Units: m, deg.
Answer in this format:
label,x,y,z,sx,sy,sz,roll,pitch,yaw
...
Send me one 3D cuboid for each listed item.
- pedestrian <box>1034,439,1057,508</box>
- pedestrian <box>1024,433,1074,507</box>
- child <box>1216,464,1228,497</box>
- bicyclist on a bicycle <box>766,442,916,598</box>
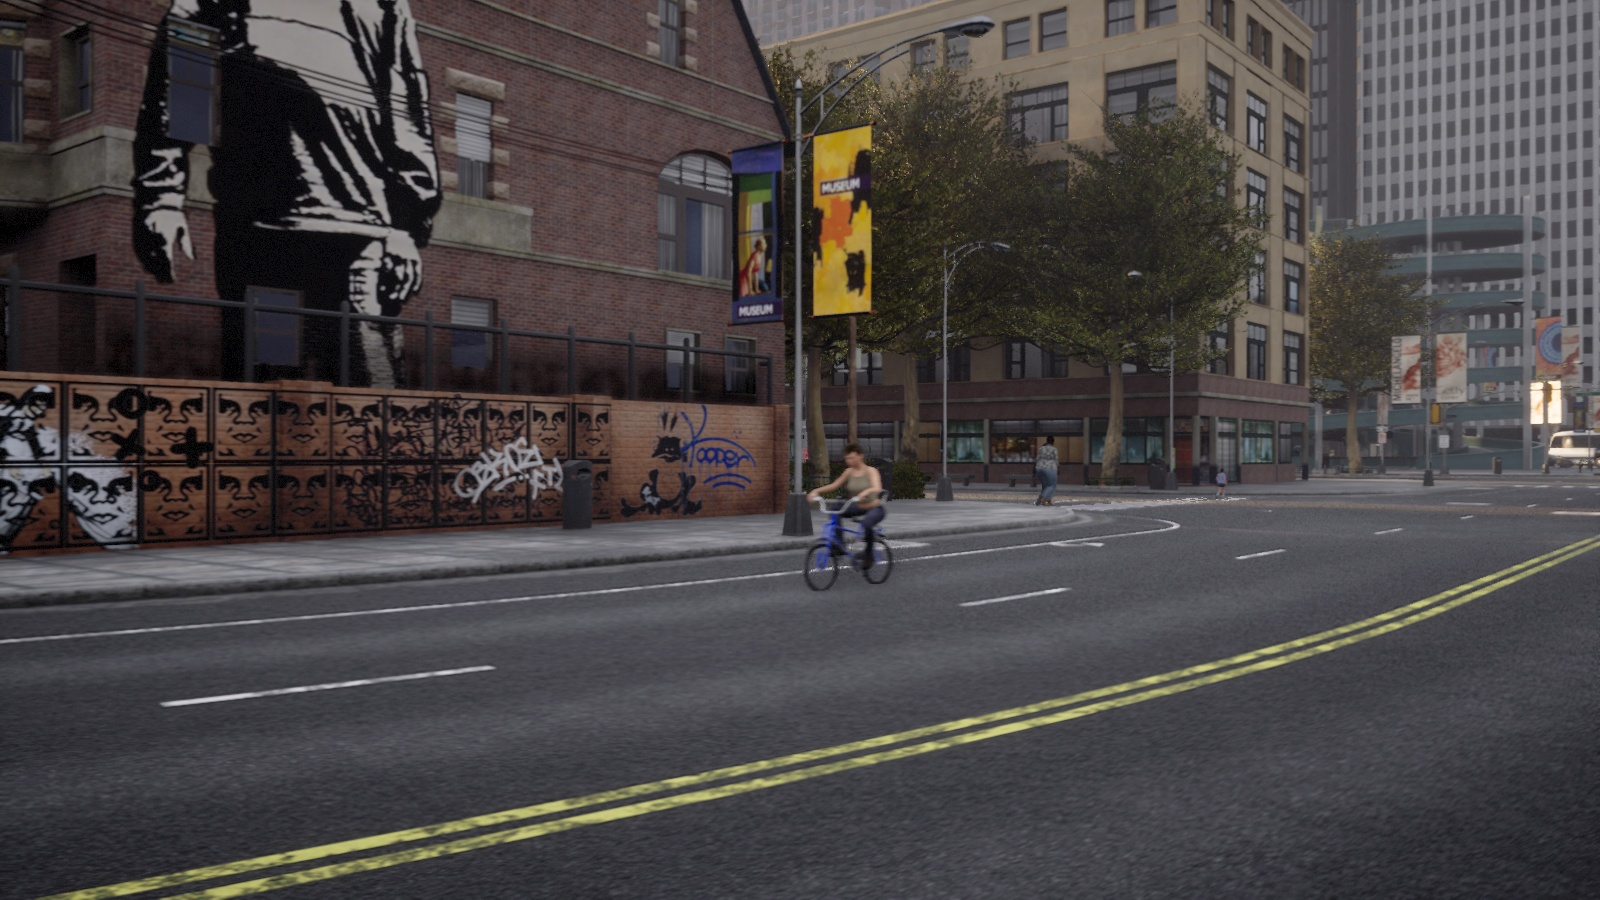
label,x,y,z,sx,sy,sz,roll,pitch,yaw
pedestrian,6.684,0.641,34.164,0.353,1.847,0.614,0,0,42
pedestrian,6.362,0.496,32.093,0.900,1.855,0.874,0,0,-41
child,14.321,1.024,42.599,0.255,1.110,0.394,0,0,41
bicyclist on a bicycle,0.463,0.724,13.817,0.866,1.612,1.509,-1,-1,43
